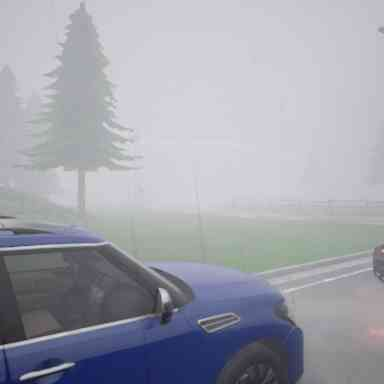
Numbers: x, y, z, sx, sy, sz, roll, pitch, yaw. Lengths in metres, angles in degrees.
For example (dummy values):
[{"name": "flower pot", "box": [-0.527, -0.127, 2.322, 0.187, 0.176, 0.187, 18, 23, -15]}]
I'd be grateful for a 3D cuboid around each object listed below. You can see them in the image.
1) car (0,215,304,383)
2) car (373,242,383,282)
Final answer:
[{"name": "car", "box": [-1.504, 1.222, 2.674, 5.566, 2.045, 2.150, 0, 0, -35]}, {"name": "car", "box": [6.434, 1.505, 8.362, 4.892, 1.490, 1.837, 0, 0, -35]}]
